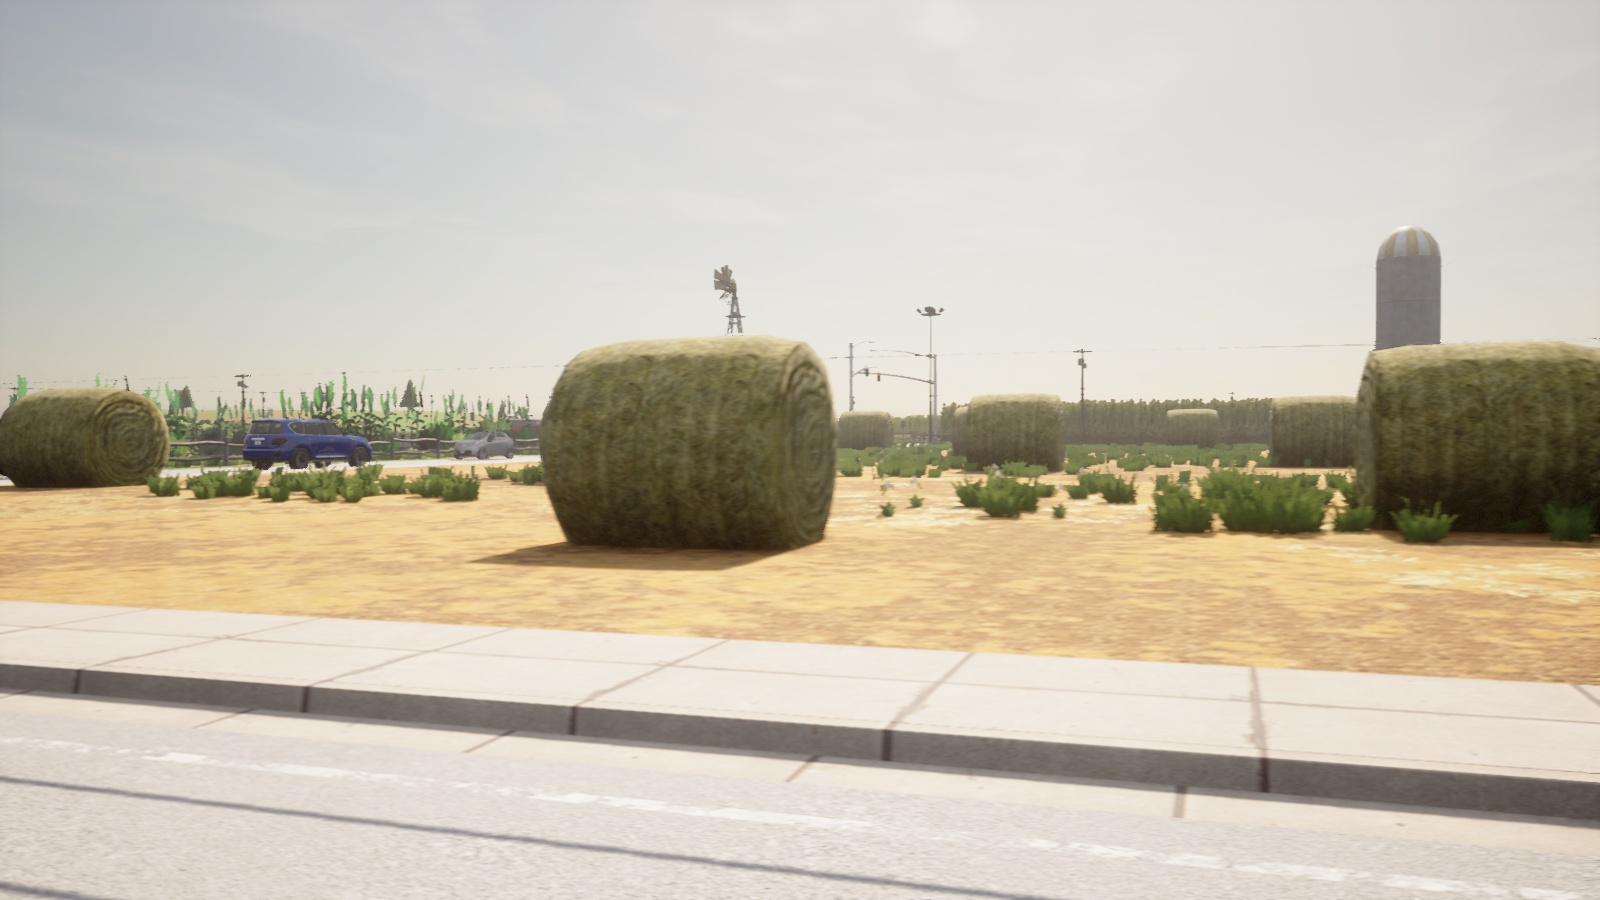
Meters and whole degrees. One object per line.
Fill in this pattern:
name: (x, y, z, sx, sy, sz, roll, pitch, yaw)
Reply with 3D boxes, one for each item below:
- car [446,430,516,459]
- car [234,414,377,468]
car: (-16.985, -0.333, 67.079, 1.845, 1.501, 3.633, 1, 1, 21)
car: (-19.738, -0.372, 50.444, 2.150, 2.045, 5.566, 1, 1, 21)
